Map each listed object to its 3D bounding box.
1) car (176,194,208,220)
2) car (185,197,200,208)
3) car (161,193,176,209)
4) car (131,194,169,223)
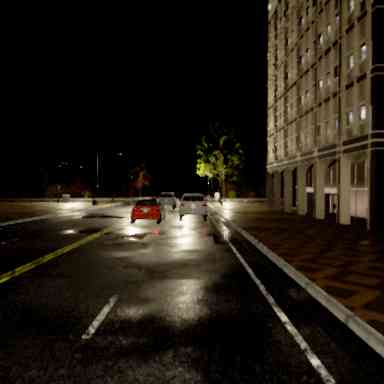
[{"bbox_3d":[0.097,1.139,27.366,2.150,2.045,5.566,0,0,0],"label":"car"},{"bbox_3d":[0.094,1.413,46.460,1.994,1.385,4.181,0,0,0],"label":"car"},{"bbox_3d":[-3.155,1.082,43.456,2.150,2.045,5.566,0,0,0],"label":"car"},{"bbox_3d":[-3.154,1.280,24.704,2.097,1.767,4.553,0,0,0],"label":"car"}]
